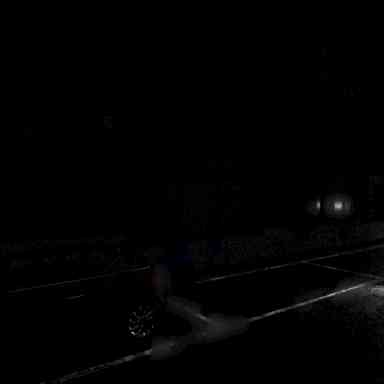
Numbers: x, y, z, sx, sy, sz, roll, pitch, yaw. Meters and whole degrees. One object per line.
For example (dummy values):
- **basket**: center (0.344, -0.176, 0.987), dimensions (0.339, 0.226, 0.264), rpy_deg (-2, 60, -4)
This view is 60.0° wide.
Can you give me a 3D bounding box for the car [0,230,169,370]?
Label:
- **car**: center (-2.455, 1.440, 4.784), dimensions (4.097, 1.590, 1.967), rpy_deg (0, 0, -35)
